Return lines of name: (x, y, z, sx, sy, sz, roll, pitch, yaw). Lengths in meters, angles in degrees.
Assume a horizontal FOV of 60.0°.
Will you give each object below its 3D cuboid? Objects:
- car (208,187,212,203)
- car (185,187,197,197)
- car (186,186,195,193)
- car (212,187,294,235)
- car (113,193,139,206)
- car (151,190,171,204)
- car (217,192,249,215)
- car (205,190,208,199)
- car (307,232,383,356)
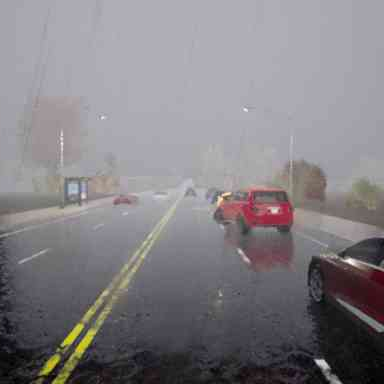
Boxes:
car: (3.109, 0.549, 37.639, 1.837, 1.490, 4.892, 0, 1, 0)
car: (-0.231, 0.040, 57.992, 1.812, 1.442, 4.674, 0, 2, 0)
car: (-0.333, -0.540, 77.776, 1.882, 1.535, 5.008, 0, 2, 0)
car: (2.886, 0.811, 16.296, 2.150, 2.045, 5.566, 0, 2, -11)
car: (-6.721, 0.737, 34.094, 1.895, 1.301, 4.718, 0, 1, 0)
car: (-3.482, 0.560, 38.063, 1.812, 1.442, 4.674, 0, 1, 0)
car: (3.161, 0.804, 26.642, 1.882, 1.535, 5.008, 0, 1, 0)
car: (3.056, 0.113, 48.602, 2.097, 1.767, 4.553, 0, 1, 0)
car: (3.244, 1.312, 4.632, 2.033, 1.649, 4.856, 0, 1, 0)
